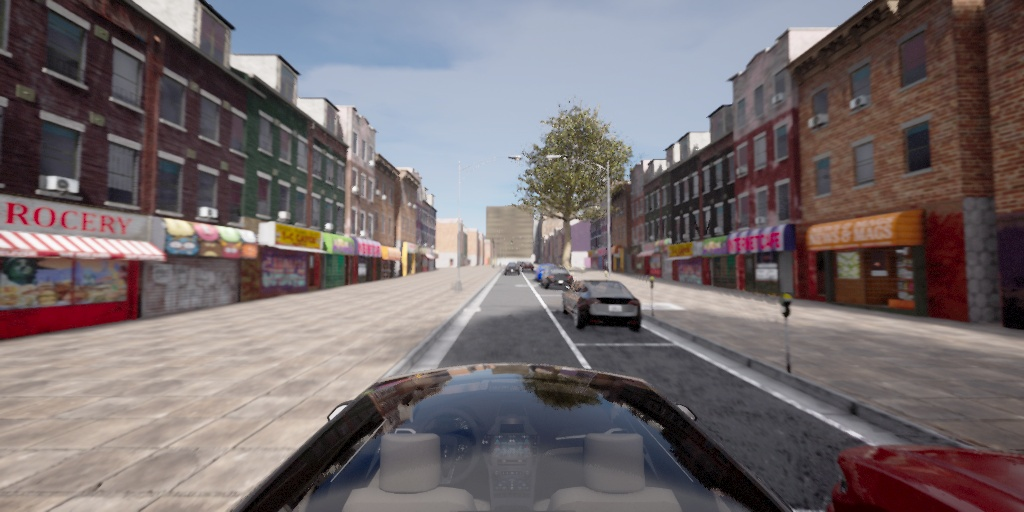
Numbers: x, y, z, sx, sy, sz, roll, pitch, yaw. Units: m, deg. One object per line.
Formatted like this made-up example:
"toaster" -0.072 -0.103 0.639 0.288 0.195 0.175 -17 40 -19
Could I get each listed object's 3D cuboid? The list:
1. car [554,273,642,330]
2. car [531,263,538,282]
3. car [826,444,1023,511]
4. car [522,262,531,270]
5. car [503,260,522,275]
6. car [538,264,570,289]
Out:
"car" 2.639 1.393 11.305 1.948 1.339 4.313 0 0 0
"car" 3.010 1.442 31.519 1.882 1.535 5.008 0 0 0
"car" 2.641 1.281 0.192 1.888 1.381 4.507 0 0 0
"car" 2.629 1.661 61.287 1.967 1.591 4.097 0 0 0
"car" 0.038 1.597 45.081 1.812 1.442 4.674 0 0 1
"car" 3.020 1.441 24.515 1.812 1.442 4.674 0 0 0
